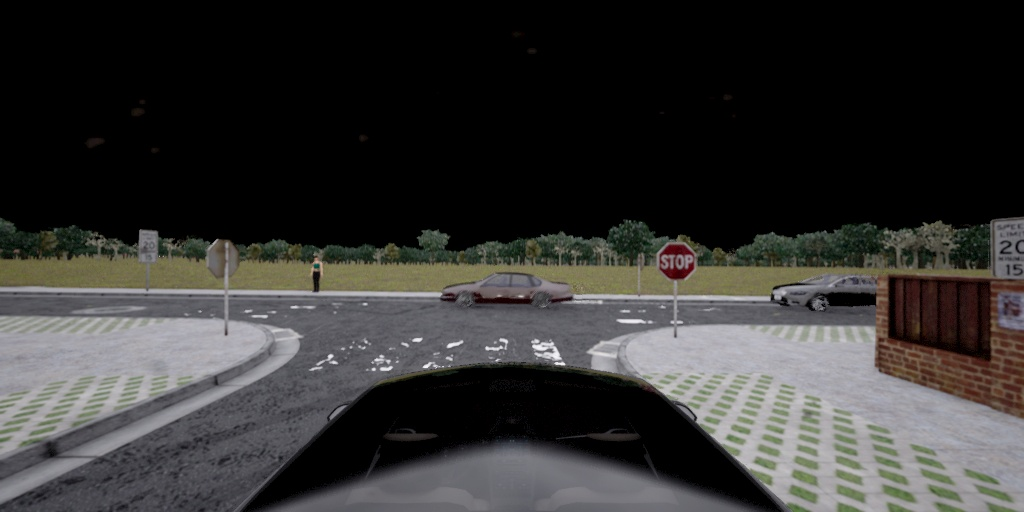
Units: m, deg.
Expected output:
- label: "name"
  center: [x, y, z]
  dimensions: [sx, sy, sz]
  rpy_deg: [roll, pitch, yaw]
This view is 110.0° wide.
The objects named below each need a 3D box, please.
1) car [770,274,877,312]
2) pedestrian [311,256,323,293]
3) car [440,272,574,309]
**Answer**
- label: "car"
  center: [13.535, 1.493, 14.957]
  dimensions: [4.902, 1.511, 2.128]
  rpy_deg: [1, -1, 0]
- label: "pedestrian"
  center: [-9.689, 0.888, 17.741]
  dimensions: [0.375, 1.860, 0.375]
  rpy_deg: [0, -1, 0]
- label: "car"
  center: [-0.187, 1.381, 14.882]
  dimensions: [5.357, 1.411, 2.033]
  rpy_deg: [1, -1, 0]
